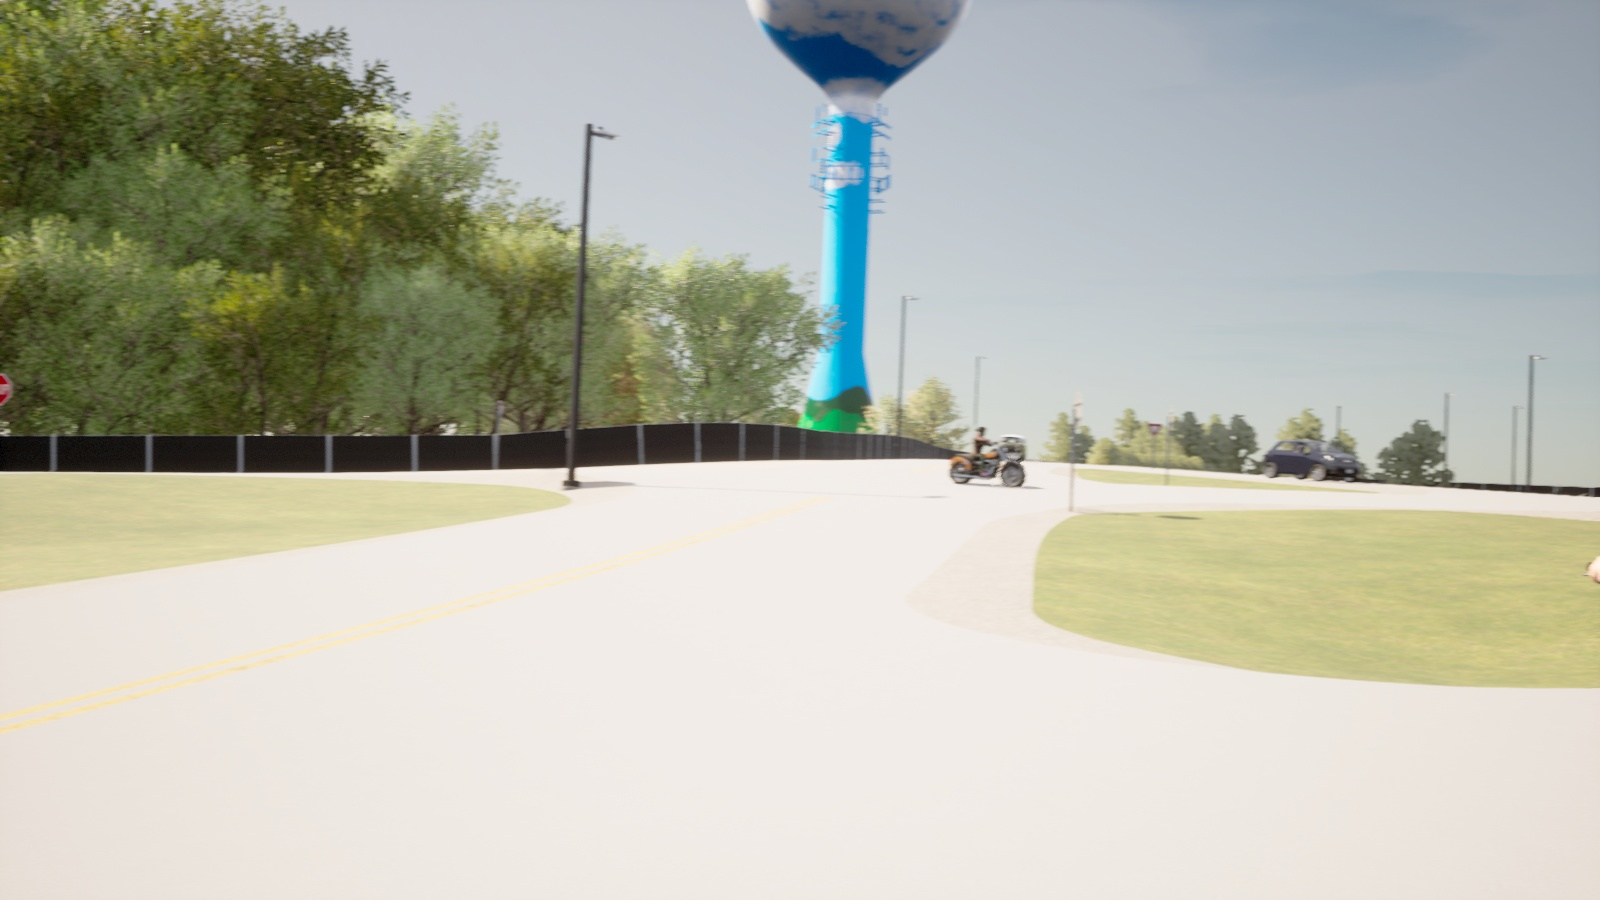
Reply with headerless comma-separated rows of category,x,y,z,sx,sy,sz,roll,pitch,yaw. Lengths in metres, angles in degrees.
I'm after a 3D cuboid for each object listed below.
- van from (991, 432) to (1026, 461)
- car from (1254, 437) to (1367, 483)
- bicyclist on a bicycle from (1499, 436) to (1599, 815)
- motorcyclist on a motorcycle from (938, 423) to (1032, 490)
van,15.860,-0.214,95.314,2.069,2.038,4.480,2,-1,16
car,18.696,0.340,46.152,1.845,1.501,3.633,2,0,-20
bicyclist on a bicycle,4.086,0.748,5.669,1.509,1.612,0.866,0,-1,-24
motorcyclist on a motorcycle,4.913,0.157,33.486,2.350,1.649,0.766,3,1,41
